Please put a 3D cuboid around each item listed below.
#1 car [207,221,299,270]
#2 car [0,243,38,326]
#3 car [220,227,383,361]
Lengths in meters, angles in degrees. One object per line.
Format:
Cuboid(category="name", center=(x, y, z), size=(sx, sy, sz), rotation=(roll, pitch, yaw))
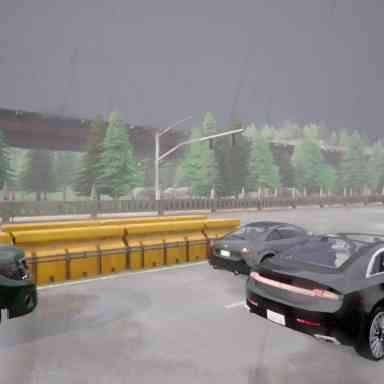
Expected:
Cuboid(category="car", center=(2.496, 1.564, 9.809), size=(4.181, 1.385, 1.994), rotation=(0, 0, -36))
Cuboid(category="car", center=(-5.130, 1.221, 4.393), size=(5.566, 2.045, 2.150), rotation=(0, 0, -35))
Cuboid(category="car", center=(3.106, 1.492, 5.948), size=(4.902, 1.511, 2.128), rotation=(0, 0, -36))
